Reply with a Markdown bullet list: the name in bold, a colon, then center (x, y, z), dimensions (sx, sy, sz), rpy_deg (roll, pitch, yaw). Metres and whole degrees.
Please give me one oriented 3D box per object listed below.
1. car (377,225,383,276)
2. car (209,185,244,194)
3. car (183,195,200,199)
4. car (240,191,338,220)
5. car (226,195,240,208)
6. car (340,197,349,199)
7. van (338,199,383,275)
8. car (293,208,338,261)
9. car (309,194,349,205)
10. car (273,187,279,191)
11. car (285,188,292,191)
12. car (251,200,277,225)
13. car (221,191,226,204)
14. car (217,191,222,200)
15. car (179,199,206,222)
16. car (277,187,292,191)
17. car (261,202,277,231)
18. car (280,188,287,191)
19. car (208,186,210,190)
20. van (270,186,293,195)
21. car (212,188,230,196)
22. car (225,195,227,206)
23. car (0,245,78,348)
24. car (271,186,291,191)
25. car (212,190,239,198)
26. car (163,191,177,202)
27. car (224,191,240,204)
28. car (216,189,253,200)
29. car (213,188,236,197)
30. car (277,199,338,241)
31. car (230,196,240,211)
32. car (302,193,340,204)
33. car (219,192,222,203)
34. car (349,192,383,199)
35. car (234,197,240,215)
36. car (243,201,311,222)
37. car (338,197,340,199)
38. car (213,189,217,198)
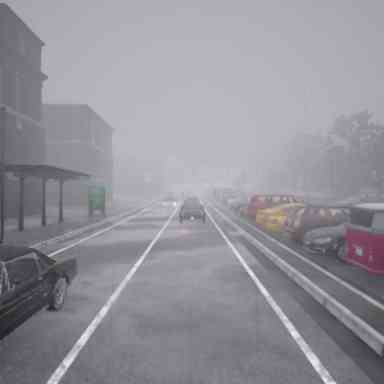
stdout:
- **car**: center (6.259, 1.492, 5.612), dimensions (5.008, 1.535, 2.097), rpy_deg (0, 0, 0)
- **car**: center (6.452, 0.247, 61.302), dimensions (5.566, 2.045, 2.435), rpy_deg (0, 3, 0)
- **car**: center (-0.061, 1.128, 40.896), dimensions (2.128, 1.511, 4.902), rpy_deg (0, 1, 0)
- **car**: center (6.333, 1.161, 22.311), dimensions (5.566, 2.045, 2.435), rpy_deg (0, 0, 0)
- **car**: center (6.333, 1.319, 33.457), dimensions (5.008, 1.535, 2.097), rpy_deg (0, 1, 0)
- **car**: center (19.433, 1.271, 36.375), dimensions (5.008, 1.535, 2.097), rpy_deg (0, 1, 0)
- **van**: center (6.379, 1.254, 8.394), dimensions (4.442, 1.987, 1.878), rpy_deg (0, 0, 0)
- **car**: center (6.277, 1.468, 11.179), dimensions (4.892, 1.521, 2.231), rpy_deg (0, 0, 0)
- **car**: center (19.455, 1.018, 47.397), dimensions (4.892, 1.521, 2.231), rpy_deg (0, 2, 0)
- **car**: center (19.524, 0.245, 67.036), dimensions (4.674, 1.452, 2.002), rpy_deg (0, 3, 0)
- **car**: center (19.681, 0.616, 58.544), dimensions (5.366, 1.575, 1.946), rpy_deg (0, 3, 0)
- **car**: center (6.291, 1.425, 19.529), dimensions (5.008, 1.535, 2.097), rpy_deg (0, 0, 0)
- **car**: center (6.395, 1.041, 41.809), dimensions (4.553, 1.767, 2.185), rpy_deg (0, 1, 0)
- **car**: center (6.352, 1.050, 47.387), dimensions (4.792, 1.488, 2.163), rpy_deg (0, 2, 0)
- **car**: center (0.022, 1.472, 24.713), dimensions (1.895, 1.301, 4.718), rpy_deg (0, 0, 0)
- **car**: center (19.541, 0.386, 64.128), dimensions (4.792, 1.488, 2.163), rpy_deg (0, 3, 0)
- **car**: center (6.473, 1.436, 16.745), dimensions (5.366, 1.575, 1.946), rpy_deg (0, 0, 0)
- **car**: center (19.689, 0.489, 61.337), dimensions (5.366, 1.575, 1.946), rpy_deg (0, 3, 0)
- **car**: center (6.429, -0.056, 72.444), dimensions (4.792, 1.488, 2.163), rpy_deg (0, 3, 0)
- **van**: center (19.411, -0.316, 72.473), dimensions (4.442, 1.987, 1.878), rpy_deg (-1, 3, 0)
- **car**: center (6.409, 0.625, 58.527), dimensions (4.892, 1.521, 2.231), rpy_deg (0, 2, 0)
- **car**: center (6.350, 1.316, 36.246), dimensions (4.674, 1.452, 2.002), rpy_deg (0, 1, 0)
- **car**: center (-3.361, 1.579, 4.884), dimensions (1.895, 1.301, 4.718), rpy_deg (0, 0, 0)
- **car**: center (19.532, 0.093, 69.817), dimensions (4.674, 1.452, 2.002), rpy_deg (0, 3, 0)
- **car**: center (6.427, 0.362, 64.105), dimensions (5.008, 1.535, 2.097), rpy_deg (0, 3, 0)
- **car**: center (-3.500, 0.650, 53.846), dimensions (2.097, 1.767, 4.553), rpy_deg (0, 2, 0)
- **car**: center (6.387, 1.100, 39.030), dimensions (4.553, 1.767, 2.185), rpy_deg (0, 1, 0)
- **car**: center (6.359, 0.810, 50.168), dimensions (4.553, 1.767, 2.185), rpy_deg (0, 2, 0)
- **car**: center (6.472, 0.093, 66.873), dimensions (4.553, 1.767, 2.185), rpy_deg (0, 3, 0)
- **car**: center (6.248, 1.327, 14.087), dimensions (4.553, 1.767, 2.185), rpy_deg (0, 0, 0)
- **car**: center (6.325, 1.353, 30.668), dimensions (5.008, 1.535, 2.097), rpy_deg (0, 1, 0)
- **car**: center (19.465, 0.927, 50.313), dimensions (5.008, 1.535, 2.097), rpy_deg (0, 2, 0)
- **car**: center (6.402, 1.127, 44.600), dimensions (4.792, 1.488, 2.163), rpy_deg (0, 1, 0)
- **car**: center (19.447, 1.063, 33.583), dimensions (5.566, 2.045, 2.435), rpy_deg (0, 1, 0)
- **car**: center (6.292, 1.409, 27.881), dimensions (4.792, 1.488, 2.163), rpy_deg (0, 0, 0)
- **car**: center (6.310, 1.438, 25.095), dimensions (4.674, 1.452, 2.002), rpy_deg (0, 0, 0)
- **car**: center (19.251, 1.216, 39.165), dimensions (5.366, 1.575, 1.946), rpy_deg (0, 1, 0)
- **car**: center (6.378, 0.769, 55.752), dimensions (4.792, 1.488, 2.163), rpy_deg (0, 2, 0)
